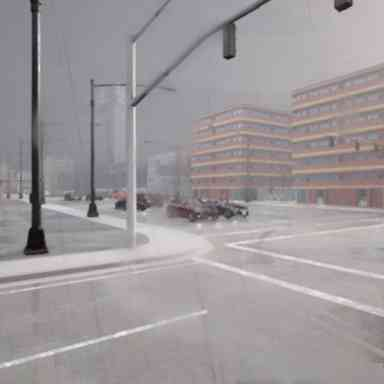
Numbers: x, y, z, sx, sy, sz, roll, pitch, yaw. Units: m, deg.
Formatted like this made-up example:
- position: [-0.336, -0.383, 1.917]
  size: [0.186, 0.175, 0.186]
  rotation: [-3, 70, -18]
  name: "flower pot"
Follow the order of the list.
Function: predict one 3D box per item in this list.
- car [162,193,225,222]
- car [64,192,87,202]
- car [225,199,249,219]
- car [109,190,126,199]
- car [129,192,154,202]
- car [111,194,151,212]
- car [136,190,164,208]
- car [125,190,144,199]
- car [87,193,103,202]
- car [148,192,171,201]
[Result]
- position: [-0.015, 1.187, 24.663]
  size: [2.097, 1.767, 4.553]
  rotation: [0, 1, -34]
  name: "car"
- position: [-18.703, 0.771, 52.196]
  size: [2.128, 1.511, 4.902]
  rotation: [0, 1, -34]
  name: "car"
- position: [2.551, 1.306, 27.109]
  size: [2.128, 1.511, 4.902]
  rotation: [0, 1, -35]
  name: "car"
- position: [-14.424, 0.482, 64.588]
  size: [2.097, 1.767, 4.553]
  rotation: [0, 1, -34]
  name: "car"
- position: [-8.562, 0.785, 55.998]
  size: [2.128, 1.511, 4.902]
  rotation: [0, 1, -34]
  name: "car"
- position: [-6.327, 1.233, 33.919]
  size: [1.994, 1.385, 4.181]
  rotation: [0, 1, -34]
  name: "car"
- position: [-5.127, 0.957, 38.369]
  size: [2.097, 1.767, 4.553]
  rotation: [0, 1, -35]
  name: "car"
- position: [-11.533, 0.472, 66.561]
  size: [2.097, 1.767, 4.553]
  rotation: [0, 1, -34]
  name: "car"
- position: [-15.999, 0.826, 54.449]
  size: [1.994, 1.385, 4.181]
  rotation: [0, 1, -34]
  name: "car"
- position: [-5.671, 0.788, 57.970]
  size: [1.837, 1.490, 4.892]
  rotation: [0, 1, -34]
  name: "car"
